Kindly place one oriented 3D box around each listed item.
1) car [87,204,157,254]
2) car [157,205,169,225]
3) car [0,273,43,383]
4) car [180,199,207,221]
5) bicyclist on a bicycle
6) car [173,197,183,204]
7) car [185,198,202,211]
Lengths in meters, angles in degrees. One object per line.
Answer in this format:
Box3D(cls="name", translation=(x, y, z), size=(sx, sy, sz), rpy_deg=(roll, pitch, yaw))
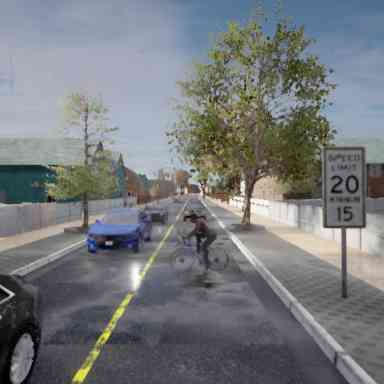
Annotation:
Box3D(cls="car", translation=(-2.799, 1.478, 13.763), size=(1.882, 1.535, 5.008), rpy_deg=(0, 0, 0))
Box3D(cls="car", translation=(-2.751, 1.600, 24.281), size=(1.895, 1.301, 4.718), rpy_deg=(0, 0, 0))
Box3D(cls="car", translation=(-2.845, 1.507, 2.421), size=(1.837, 1.490, 4.892), rpy_deg=(0, -1, 0))
Box3D(cls="car", translation=(0.217, 1.544, 26.829), size=(2.033, 1.411, 5.357), rpy_deg=(0, 0, -1))
Box3D(cls="bicyclist on a bicycle", translation=(0.200, 1.431, 9.279), size=(1.656, 1.620, 0.582), rpy_deg=(0, 0, -1))
Box3D(cls="car", translation=(-2.573, 1.579, 62.553), size=(1.895, 1.301, 4.718), rpy_deg=(0, 0, 1))
Box3D(cls="car", translation=(0.248, 1.539, 41.989), size=(2.033, 1.411, 5.357), rpy_deg=(0, 0, 1))
